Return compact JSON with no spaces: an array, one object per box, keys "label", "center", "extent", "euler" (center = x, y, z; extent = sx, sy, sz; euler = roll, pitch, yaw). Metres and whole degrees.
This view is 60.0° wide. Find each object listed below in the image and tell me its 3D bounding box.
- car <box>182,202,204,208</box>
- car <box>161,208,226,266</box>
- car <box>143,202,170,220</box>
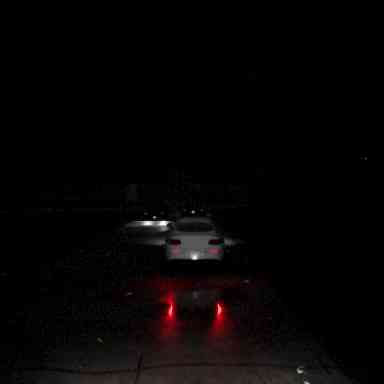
[{"label":"car","center":[0.085,1.552,28.083],"extent":[1.994,1.385,4.181],"euler":[0,0,0]},{"label":"car","center":[0.081,1.503,11.285],"extent":[1.812,1.442,4.674],"euler":[0,0,0]},{"label":"car","center":[-2.834,1.536,27.872],"extent":[2.033,1.411,5.357],"euler":[0,0,0]}]
